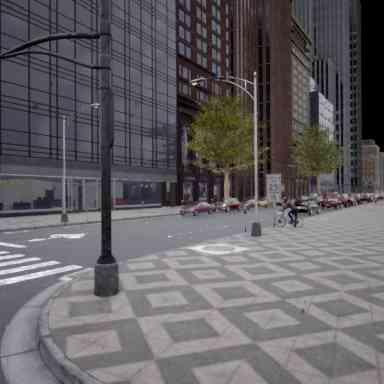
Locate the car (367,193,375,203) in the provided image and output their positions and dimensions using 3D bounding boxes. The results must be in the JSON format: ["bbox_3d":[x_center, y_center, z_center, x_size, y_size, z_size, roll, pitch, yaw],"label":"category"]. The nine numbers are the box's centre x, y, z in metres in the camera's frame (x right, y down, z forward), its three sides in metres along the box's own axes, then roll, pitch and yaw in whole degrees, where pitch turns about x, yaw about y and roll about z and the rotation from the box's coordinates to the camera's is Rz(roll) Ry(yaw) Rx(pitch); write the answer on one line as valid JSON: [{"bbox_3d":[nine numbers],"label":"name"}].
[{"bbox_3d":[33.142,1.098,63.983,2.192,1.841,5.009,0,0,35],"label":"car"}]

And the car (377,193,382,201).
[{"bbox_3d":[42.736,1.357,77.914,1.802,1.307,4.206,-1,0,35],"label":"car"}]

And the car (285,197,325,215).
[{"bbox_3d":[10.759,1.424,31.471,1.947,1.339,4.313,0,0,35],"label":"car"}]

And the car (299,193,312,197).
[{"bbox_3d":[19.730,1.415,59.535,1.887,1.381,4.507,0,0,35],"label":"car"}]

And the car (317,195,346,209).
[{"bbox_3d":[17.154,1.376,40.760,1.887,1.381,4.507,0,0,35],"label":"car"}]

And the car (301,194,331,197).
[{"bbox_3d":[16.585,1.339,44.467,2.128,1.511,4.902,-1,0,35],"label":"car"}]

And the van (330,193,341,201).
[{"bbox_3d":[35.719,1.184,82.761,1.690,1.788,3.998,-1,0,35],"label":"van"}]

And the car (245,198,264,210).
[{"bbox_3d":[6.938,1.494,40.955,1.802,1.307,4.206,0,0,35],"label":"car"}]

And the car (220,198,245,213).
[{"bbox_3d":[3.739,1.366,36.310,1.967,1.590,4.097,0,0,35],"label":"car"}]

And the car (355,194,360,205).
[{"bbox_3d":[23.549,1.377,50.049,1.947,1.339,4.313,0,0,35],"label":"car"}]

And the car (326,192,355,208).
[{"bbox_3d":[20.351,1.136,45.406,2.192,1.841,5.009,0,0,35],"label":"car"}]

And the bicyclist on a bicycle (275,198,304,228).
[{"bbox_3d":[5.325,1.177,18.357,1.656,1.620,0.582,-1,0,35],"label":"bicyclist on a bicycle"}]

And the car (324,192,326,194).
[{"bbox_3d":[22.274,1.051,52.731,2.150,2.045,5.566,-1,0,35],"label":"car"}]

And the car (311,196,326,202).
[{"bbox_3d":[26.128,1.417,68.825,1.947,1.339,4.313,0,0,35],"label":"car"}]

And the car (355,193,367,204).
[{"bbox_3d":[26.746,1.117,54.694,2.192,1.841,5.009,0,0,35],"label":"car"}]

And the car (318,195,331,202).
[{"bbox_3d":[29.325,1.426,73.469,1.802,1.307,4.206,0,0,35],"label":"car"}]

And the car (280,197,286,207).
[{"bbox_3d":[13.334,1.455,50.245,1.947,1.339,4.313,0,0,35],"label":"car"}]

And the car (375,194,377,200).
[{"bbox_3d":[36.437,1.301,68.766,1.752,1.417,4.829,-1,0,35],"label":"car"}]

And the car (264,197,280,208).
[{"bbox_3d":[10.039,1.426,45.459,1.752,1.417,4.829,0,0,35],"label":"car"}]

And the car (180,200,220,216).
[{"bbox_3d":[0.542,1.524,31.665,1.802,1.307,4.206,0,0,35],"label":"car"}]
